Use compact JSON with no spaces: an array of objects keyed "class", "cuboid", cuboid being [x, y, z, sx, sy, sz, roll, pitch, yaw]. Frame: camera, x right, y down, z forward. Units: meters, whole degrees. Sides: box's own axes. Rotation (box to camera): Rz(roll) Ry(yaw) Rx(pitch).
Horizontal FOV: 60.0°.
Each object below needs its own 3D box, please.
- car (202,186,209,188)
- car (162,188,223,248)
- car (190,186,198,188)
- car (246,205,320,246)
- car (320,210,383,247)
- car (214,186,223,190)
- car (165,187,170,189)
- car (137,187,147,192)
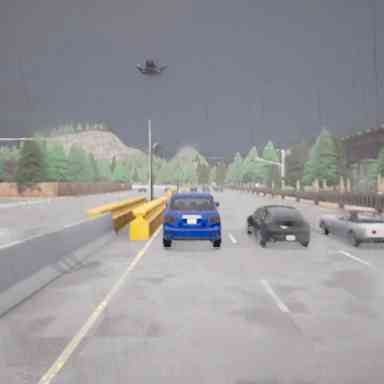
[{"class":"car","cuboid":[3.985,-0.701,91.947,2.033,1.411,5.357,0,1,0]},{"class":"car","cuboid":[0.015,1.011,13.935,2.150,2.045,5.566,0,2,0]},{"class":"car","cuboid":[0.487,-0.878,92.350,2.097,1.767,4.553,0,1,0]},{"class":"car","cuboid":[3.520,1.295,14.205,1.837,1.490,4.892,0,2,0]},{"class":"car","cuboid":[7.017,1.394,13.991,1.895,1.301,4.718,0,2,0]},{"class":"car","cuboid":[7.487,-0.709,92.343,1.812,1.442,4.674,0,1,0]},{"class":"car","cuboid":[-6.526,-0.627,90.157,2.033,1.411,5.357,0,1,0]},{"class":"car","cuboid":[-13.526,-0.615,90.199,1.994,1.385,4.181,0,1,0]}]
